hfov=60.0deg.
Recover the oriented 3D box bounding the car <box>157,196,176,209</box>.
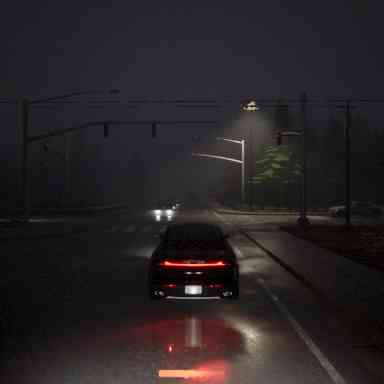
[{"bbox_3d":[-3.587,1.601,44.800,1.895,1.301,4.718,0,0,0],"label":"car"}]

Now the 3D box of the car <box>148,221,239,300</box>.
[{"bbox_3d":[0.050,1.501,8.396,1.837,1.490,4.892,0,0,1],"label":"car"}]

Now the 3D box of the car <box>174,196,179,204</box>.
[{"bbox_3d":[-3.562,1.478,54.082,1.882,1.535,5.008,0,0,0],"label":"car"}]

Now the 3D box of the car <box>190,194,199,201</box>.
[{"bbox_3d":[0.588,1.355,80.821,2.097,1.767,4.553,0,0,2],"label":"car"}]

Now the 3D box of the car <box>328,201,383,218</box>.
[{"bbox_3d":[14.560,1.552,29.518,4.674,1.442,1.812,0,0,1],"label":"car"}]

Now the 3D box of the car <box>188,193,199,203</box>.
[{"bbox_3d":[0.314,1.224,70.429,2.150,2.045,5.566,0,0,2],"label":"car"}]
